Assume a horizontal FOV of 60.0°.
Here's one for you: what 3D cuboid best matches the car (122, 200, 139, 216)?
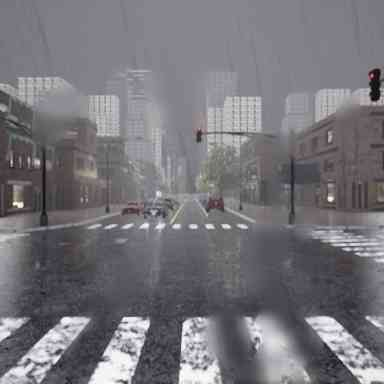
[{"bbox_3d":[-5.817,1.552,33.122,1.887,1.381,4.507,0,0,0],"label":"car"}]

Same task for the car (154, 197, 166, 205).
[{"bbox_3d":[-5.763,1.617,60.746,1.802,1.307,4.206,0,0,0],"label":"car"}]

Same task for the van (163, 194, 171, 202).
[{"bbox_3d":[-5.783,1.402,77.321,1.690,1.788,3.998,0,0,0],"label":"van"}]

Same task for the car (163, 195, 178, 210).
[{"bbox_3d":[-3.143,1.518,41.524,1.837,1.490,4.892,0,0,0],"label":"car"}]

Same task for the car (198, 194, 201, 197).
[{"bbox_3d":[2.604,1.634,71.806,1.802,1.307,4.206,0,0,0],"label":"car"}]

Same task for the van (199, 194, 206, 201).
[{"bbox_3d":[2.590,1.413,82.858,1.690,1.788,3.998,0,0,0],"label":"van"}]

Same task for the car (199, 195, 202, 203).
[{"bbox_3d":[2.624,1.594,55.231,1.947,1.339,4.313,0,0,0],"label":"car"}]

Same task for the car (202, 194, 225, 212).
[{"bbox_3d":[2.645,1.327,38.654,2.192,1.841,5.009,0,0,0],"label":"car"}]

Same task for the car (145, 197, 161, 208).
[{"bbox_3d":[-5.749,1.547,49.525,1.752,1.417,4.829,0,0,0],"label":"car"}]

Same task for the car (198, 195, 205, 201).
[{"bbox_3d":[2.583,1.609,88.552,1.752,1.417,4.829,0,0,0],"label":"car"}]

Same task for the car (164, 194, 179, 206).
[{"bbox_3d":[-3.141,1.517,54.474,2.128,1.511,4.902,0,0,0],"label":"car"}]

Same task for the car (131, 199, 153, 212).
[{"bbox_3d":[-5.736,1.578,38.644,1.947,1.339,4.313,0,0,0],"label":"car"}]

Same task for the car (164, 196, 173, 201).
[{"bbox_3d":[-5.790,1.623,82.847,2.008,1.369,4.403,0,0,0],"label":"car"}]

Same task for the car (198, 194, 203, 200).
[{"bbox_3d":[2.617,1.586,60.756,2.008,1.369,4.403,0,0,0],"label":"car"}]

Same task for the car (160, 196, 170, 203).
[{"bbox_3d":[-5.777,1.577,71.625,1.752,1.417,4.829,0,0,0],"label":"car"}]

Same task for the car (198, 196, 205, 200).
[{"bbox_3d":[2.577,1.677,93.907,1.802,1.307,4.206,0,0,0],"label":"car"}]

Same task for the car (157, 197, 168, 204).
[{"bbox_3d":[-5.770,1.625,66.270,1.802,1.307,4.206,0,0,0],"label":"car"}]

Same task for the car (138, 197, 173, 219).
[{"bbox_3d":[-3.135,1.497,29.644,2.128,1.511,4.902,0,0,0],"label":"car"}]
